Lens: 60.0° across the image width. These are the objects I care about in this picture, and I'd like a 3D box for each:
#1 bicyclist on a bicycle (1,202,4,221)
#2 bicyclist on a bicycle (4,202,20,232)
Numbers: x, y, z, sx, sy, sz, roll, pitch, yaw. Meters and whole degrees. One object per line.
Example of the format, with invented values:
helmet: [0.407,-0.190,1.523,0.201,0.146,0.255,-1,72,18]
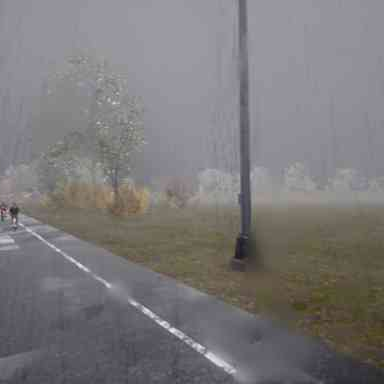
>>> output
bicyclist on a bicycle: [-15.401,1.622,27.340,0.582,1.620,1.656,-1,0,-33]
bicyclist on a bicycle: [-10.637,1.482,19.935,0.659,1.776,1.843,-1,0,-33]
